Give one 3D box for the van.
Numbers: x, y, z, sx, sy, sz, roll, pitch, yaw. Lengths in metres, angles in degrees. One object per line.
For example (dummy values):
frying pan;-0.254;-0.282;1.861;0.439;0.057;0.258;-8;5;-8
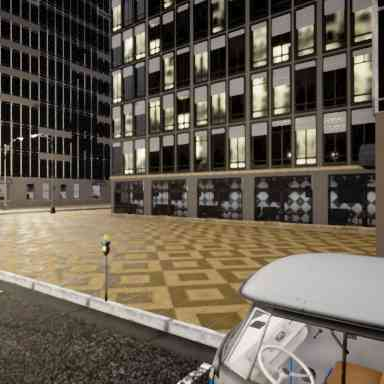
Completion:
van;1.900;1.341;1.523;3.998;1.788;1.690;0;0;35
